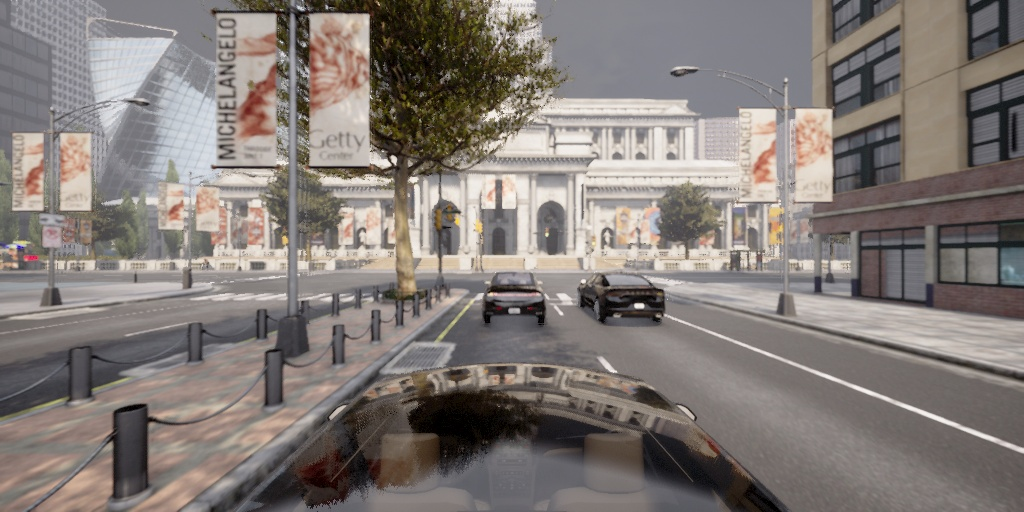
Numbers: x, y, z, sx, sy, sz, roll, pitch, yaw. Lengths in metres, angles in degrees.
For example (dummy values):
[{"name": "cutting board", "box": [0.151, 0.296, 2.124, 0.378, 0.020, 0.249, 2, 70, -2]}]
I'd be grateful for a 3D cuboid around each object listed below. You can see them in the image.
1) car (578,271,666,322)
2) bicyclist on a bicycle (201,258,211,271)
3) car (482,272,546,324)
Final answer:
[{"name": "car", "box": [3.566, 1.252, 12.510, 1.882, 1.535, 5.008, 0, 0, 0]}, {"name": "bicyclist on a bicycle", "box": [-40.611, 1.152, 47.604, 0.582, 1.620, 1.656, 0, 0, 0]}, {"name": "car", "box": [0.063, 1.265, 12.044, 2.128, 1.511, 4.902, 0, 0, 0]}]
